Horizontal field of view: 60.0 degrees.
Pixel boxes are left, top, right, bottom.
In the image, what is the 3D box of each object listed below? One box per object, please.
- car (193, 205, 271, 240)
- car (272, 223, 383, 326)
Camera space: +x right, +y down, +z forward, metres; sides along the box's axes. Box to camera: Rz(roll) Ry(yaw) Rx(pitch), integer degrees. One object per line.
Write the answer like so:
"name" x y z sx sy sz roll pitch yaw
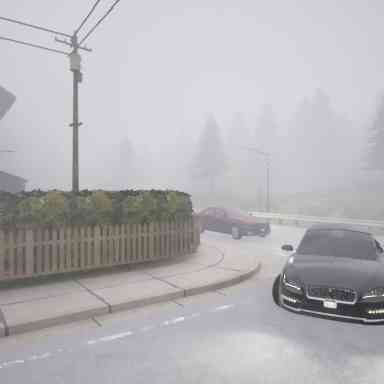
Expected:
"car" 1.936 1.478 17.488 1.882 1.535 5.008 0 0 -33
"car" 3.235 1.505 7.353 1.837 1.490 4.892 0 0 27
